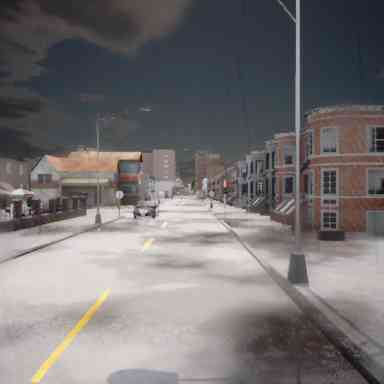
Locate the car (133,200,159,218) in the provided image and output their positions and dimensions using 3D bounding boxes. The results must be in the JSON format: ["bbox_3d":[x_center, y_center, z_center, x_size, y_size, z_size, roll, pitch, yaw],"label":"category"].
[{"bbox_3d":[-4.000,1.499,29.690,2.128,1.511,4.902,0,0,0],"label":"car"}]
